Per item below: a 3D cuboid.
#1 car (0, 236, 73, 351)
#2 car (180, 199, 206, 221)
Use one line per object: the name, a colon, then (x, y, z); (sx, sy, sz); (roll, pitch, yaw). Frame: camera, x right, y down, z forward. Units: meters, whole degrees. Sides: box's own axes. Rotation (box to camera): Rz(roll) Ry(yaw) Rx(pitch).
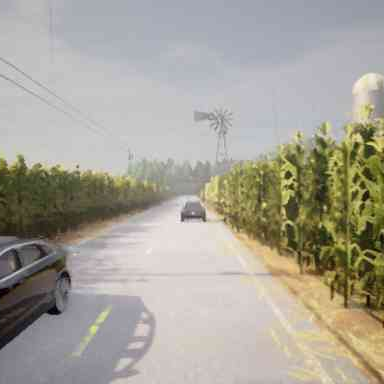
car: (-3.292, 1.481, 4.766); (2.128, 1.511, 4.902); (0, 0, 0)
car: (0.100, 1.507, 26.541); (1.994, 1.385, 4.181); (0, 0, 0)
